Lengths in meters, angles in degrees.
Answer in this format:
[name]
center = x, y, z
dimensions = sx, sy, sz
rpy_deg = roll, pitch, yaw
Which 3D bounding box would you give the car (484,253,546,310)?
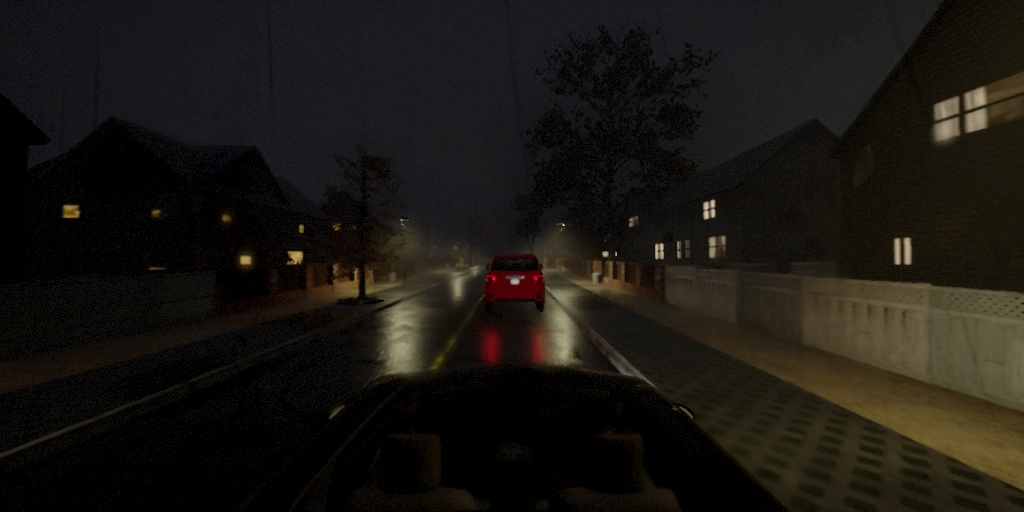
[car]
center = 0.098, 0.914, 14.371
dimensions = 2.150, 2.045, 5.566
rpy_deg = 0, 0, 0
